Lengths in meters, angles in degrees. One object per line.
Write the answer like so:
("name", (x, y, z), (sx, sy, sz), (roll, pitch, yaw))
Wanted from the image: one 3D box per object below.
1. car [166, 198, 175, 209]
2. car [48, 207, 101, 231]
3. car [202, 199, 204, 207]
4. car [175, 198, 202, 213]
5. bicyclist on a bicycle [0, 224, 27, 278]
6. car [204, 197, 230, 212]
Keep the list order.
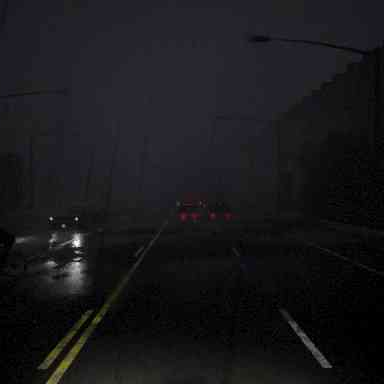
("car", (-2.143, 1.547, 46.840), (2.033, 1.411, 5.357), (0, 0, -21))
("car", (-7.247, 1.601, 20.952), (1.895, 1.301, 4.718), (0, 0, 0))
("car", (0.954, 1.601, 47.950), (1.895, 1.301, 4.718), (0, 0, -20))
("car", (-0.470, 1.492, 36.602), (2.128, 1.511, 4.902), (0, 0, -3))
("bicyclist on a bicycle", (-5.115, 1.455, 8.609), (1.656, 1.620, 0.582), (-2, 0, -1))
("car", (2.944, 1.352, 38.144), (2.097, 1.767, 4.553), (0, 0, -4))
